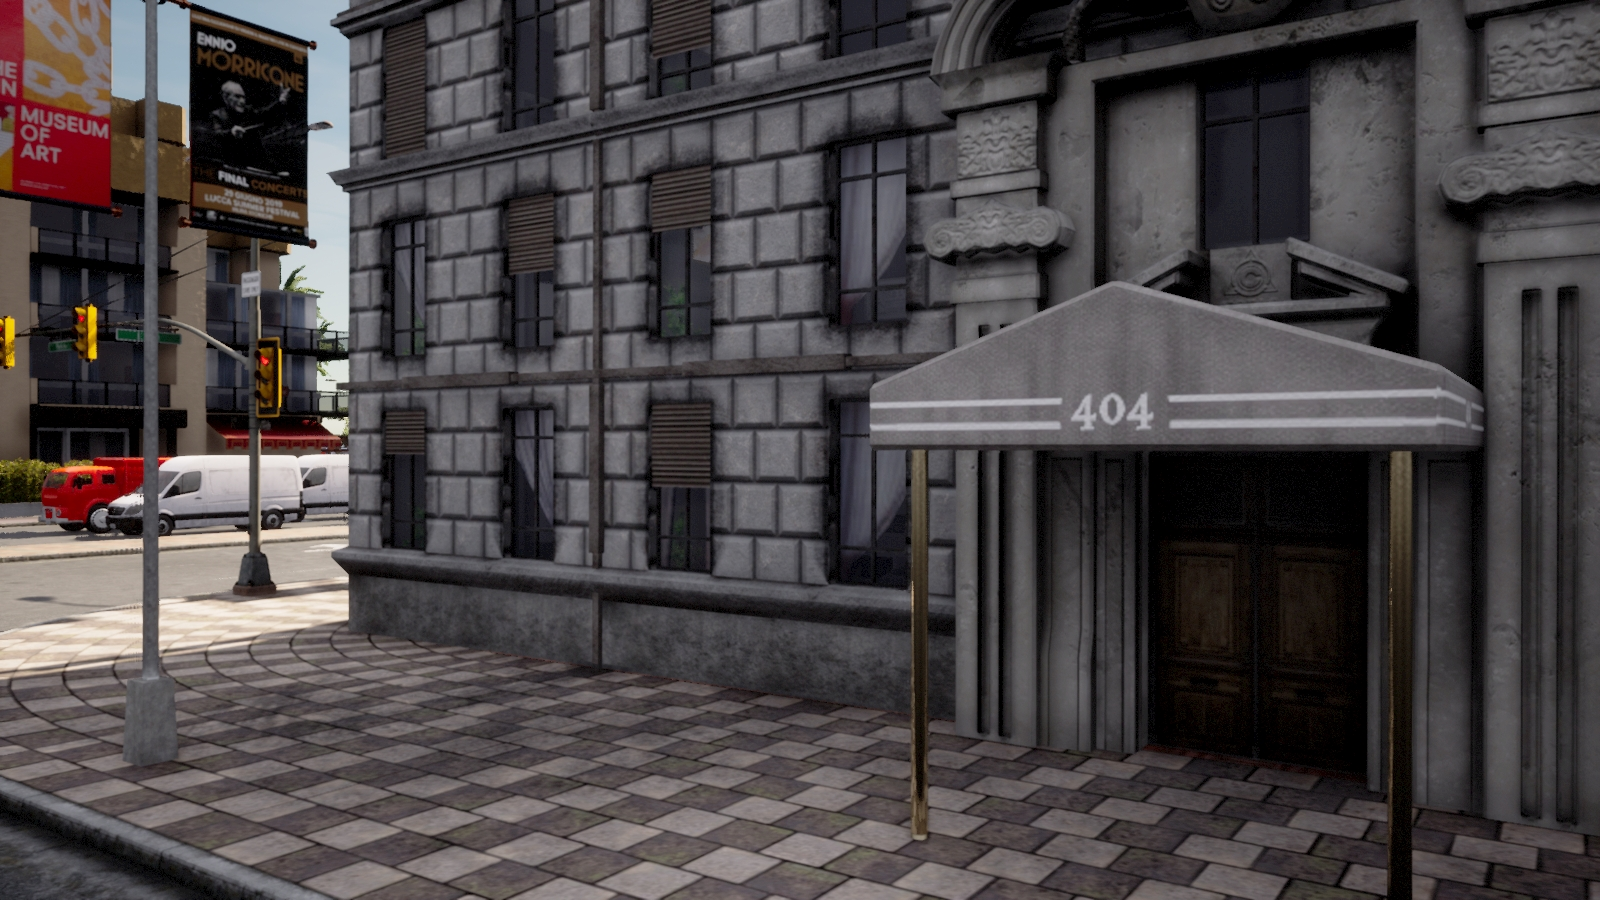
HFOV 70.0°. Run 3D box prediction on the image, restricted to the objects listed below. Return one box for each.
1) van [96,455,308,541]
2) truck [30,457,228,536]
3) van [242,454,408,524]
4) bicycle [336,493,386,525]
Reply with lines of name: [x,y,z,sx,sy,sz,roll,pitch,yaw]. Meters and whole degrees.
van: [-19.483,1.462,37.555,1.988,2.561,5.915,0,0,34]
truck: [-22.765,1.489,38.966,2.627,2.467,5.204,0,0,34]
van: [-18.589,1.455,45.028,1.988,2.561,5.915,0,0,35]
bicycle: [-16.252,2.184,42.333,0.859,1.080,1.487,0,0,34]
